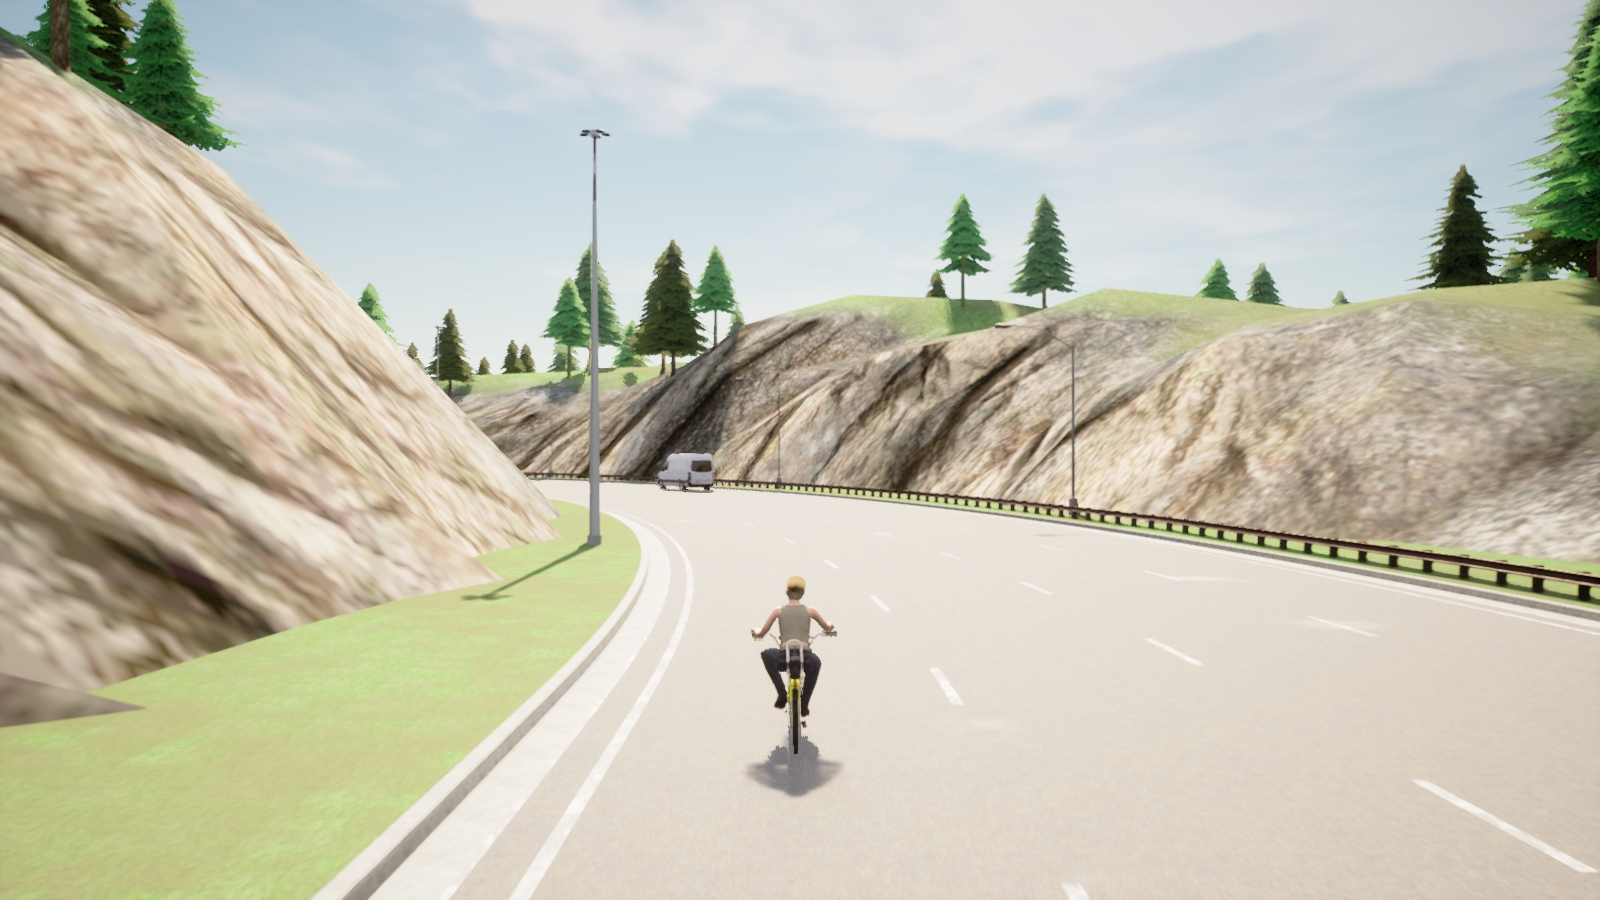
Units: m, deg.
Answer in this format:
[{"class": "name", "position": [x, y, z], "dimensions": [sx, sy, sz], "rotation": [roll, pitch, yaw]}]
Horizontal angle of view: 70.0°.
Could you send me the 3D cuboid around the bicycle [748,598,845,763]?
[{"class": "bicycle", "position": [-0.047, 2.159, 10.978], "dimensions": [0.859, 1.276, 1.487], "rotation": [0, 0, -1]}]
